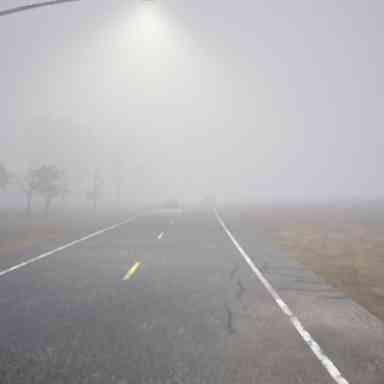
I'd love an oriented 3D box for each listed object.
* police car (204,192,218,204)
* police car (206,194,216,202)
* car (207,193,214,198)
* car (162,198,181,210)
[{"bbox_3d":[3.196,1.227,58.952,1.930,1.638,5.238,0,0,4],"label":"police car"},{"bbox_3d":[3.970,1.190,68.888,1.930,1.638,5.238,0,0,5],"label":"police car"},{"bbox_3d":[5.255,0.983,93.097,1.837,1.490,4.892,0,0,7],"label":"car"},{"bbox_3d":[-2.510,1.429,41.227,1.994,1.385,4.181,0,0,3],"label":"car"}]
